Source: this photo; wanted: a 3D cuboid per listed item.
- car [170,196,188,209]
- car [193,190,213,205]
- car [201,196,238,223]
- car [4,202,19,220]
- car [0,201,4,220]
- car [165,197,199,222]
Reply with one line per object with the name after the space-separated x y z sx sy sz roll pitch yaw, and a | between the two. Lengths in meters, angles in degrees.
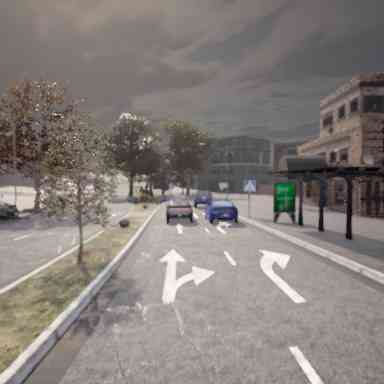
-1.495 1.204 40.285 1.895 1.301 4.718 0 1 0 | car
1.379 0.823 40.188 2.150 2.045 5.566 0 1 0 | car
1.975 1.284 23.417 1.882 1.535 5.008 0 1 -3 | car
-14.806 1.297 23.257 4.892 1.521 2.231 0 1 -4 | car
-14.652 1.201 20.505 4.553 1.767 2.185 0 1 -4 | car
-0.931 1.297 24.039 2.128 1.511 4.902 0 0 -3 | car
